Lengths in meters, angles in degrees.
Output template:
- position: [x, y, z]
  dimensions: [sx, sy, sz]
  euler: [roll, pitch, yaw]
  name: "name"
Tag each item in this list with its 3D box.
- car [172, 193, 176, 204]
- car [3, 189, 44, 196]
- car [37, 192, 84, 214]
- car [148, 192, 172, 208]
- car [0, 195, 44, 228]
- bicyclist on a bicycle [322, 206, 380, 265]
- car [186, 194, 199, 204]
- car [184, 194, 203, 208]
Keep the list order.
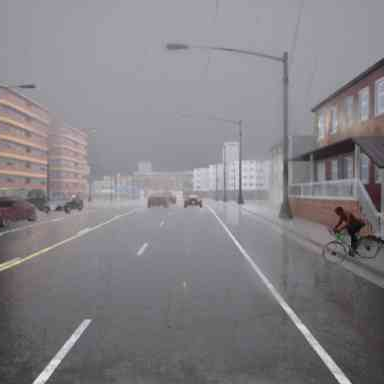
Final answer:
- position: [-3.424, 0.862, 48.361]
  dimensions: [2.097, 1.767, 4.553]
  euler: [0, -1, 1]
  name: "car"
- position: [-13.980, 0.746, 27.468]
  dimensions: [2.150, 2.045, 5.566]
  euler: [0, 1, 0]
  name: "car"
- position: [-10.480, 0.953, 27.497]
  dimensions: [2.128, 1.511, 4.902]
  euler: [0, 1, 0]
  name: "car"
- position: [-3.467, 0.867, 34.935]
  dimensions: [1.882, 1.535, 5.008]
  euler: [0, 0, 0]
  name: "car"
- position: [-10.570, 1.139, 18.944]
  dimensions: [1.812, 1.442, 4.674]
  euler: [0, 1, 0]
  name: "car"
- position: [4.459, 1.207, 9.475]
  dimensions: [1.656, 1.620, 0.582]
  euler: [-9, 1, 0]
  name: "bicyclist on a bicycle"
- position: [0.070, 1.030, 48.063]
  dimensions: [1.812, 1.442, 4.674]
  euler: [0, -1, 1]
  name: "car"
- position: [0.134, 0.913, 35.737]
  dimensions: [1.812, 1.442, 4.674]
  euler: [0, 0, 0]
  name: "car"
